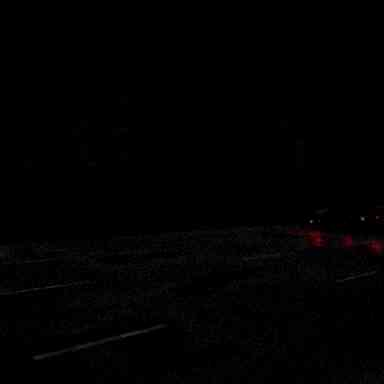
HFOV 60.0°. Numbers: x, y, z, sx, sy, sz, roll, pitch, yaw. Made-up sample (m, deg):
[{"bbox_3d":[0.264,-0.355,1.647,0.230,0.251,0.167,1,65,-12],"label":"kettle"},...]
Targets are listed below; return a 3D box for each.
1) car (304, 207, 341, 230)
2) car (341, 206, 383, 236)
[{"bbox_3d":[9.900,1.813,23.699,4.674,1.442,1.812,1,0,-36],"label":"car"},{"bbox_3d":[11.709,1.636,20.688,4.553,1.767,2.097,1,-1,-36],"label":"car"}]
